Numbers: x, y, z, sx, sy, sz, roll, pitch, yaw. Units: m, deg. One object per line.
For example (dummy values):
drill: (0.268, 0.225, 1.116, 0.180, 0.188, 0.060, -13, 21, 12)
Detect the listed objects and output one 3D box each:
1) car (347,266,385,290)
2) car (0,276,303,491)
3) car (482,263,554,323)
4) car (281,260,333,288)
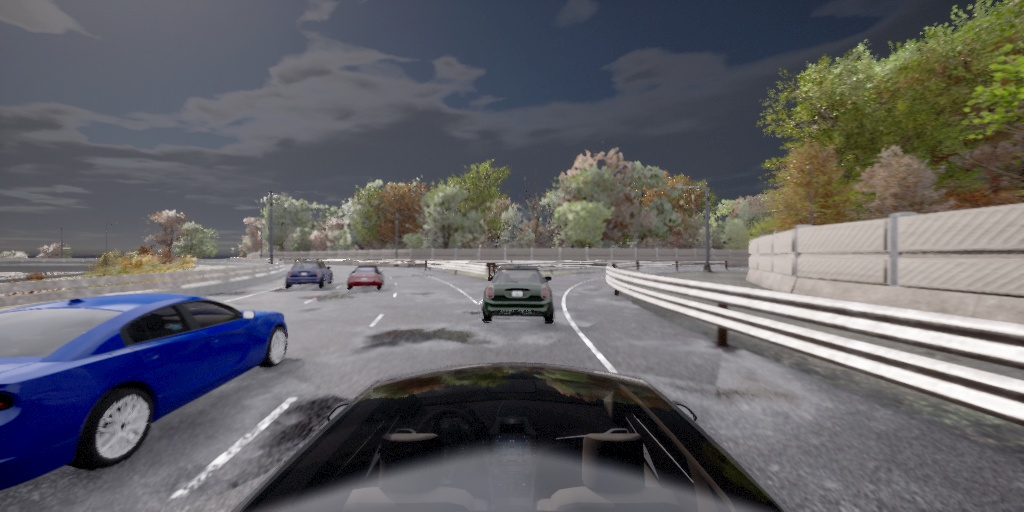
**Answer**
car: (-9.185, 1.298, 22.765, 1.994, 1.385, 4.181, 0, 0, -17)
car: (-4.876, 1.226, 4.725, 1.882, 1.535, 5.008, 0, 0, -9)
car: (0.297, 1.094, 12.312, 2.097, 1.767, 4.553, 0, 0, 4)
car: (-13.135, 1.087, 23.489, 2.097, 1.767, 4.553, 0, 0, -19)
